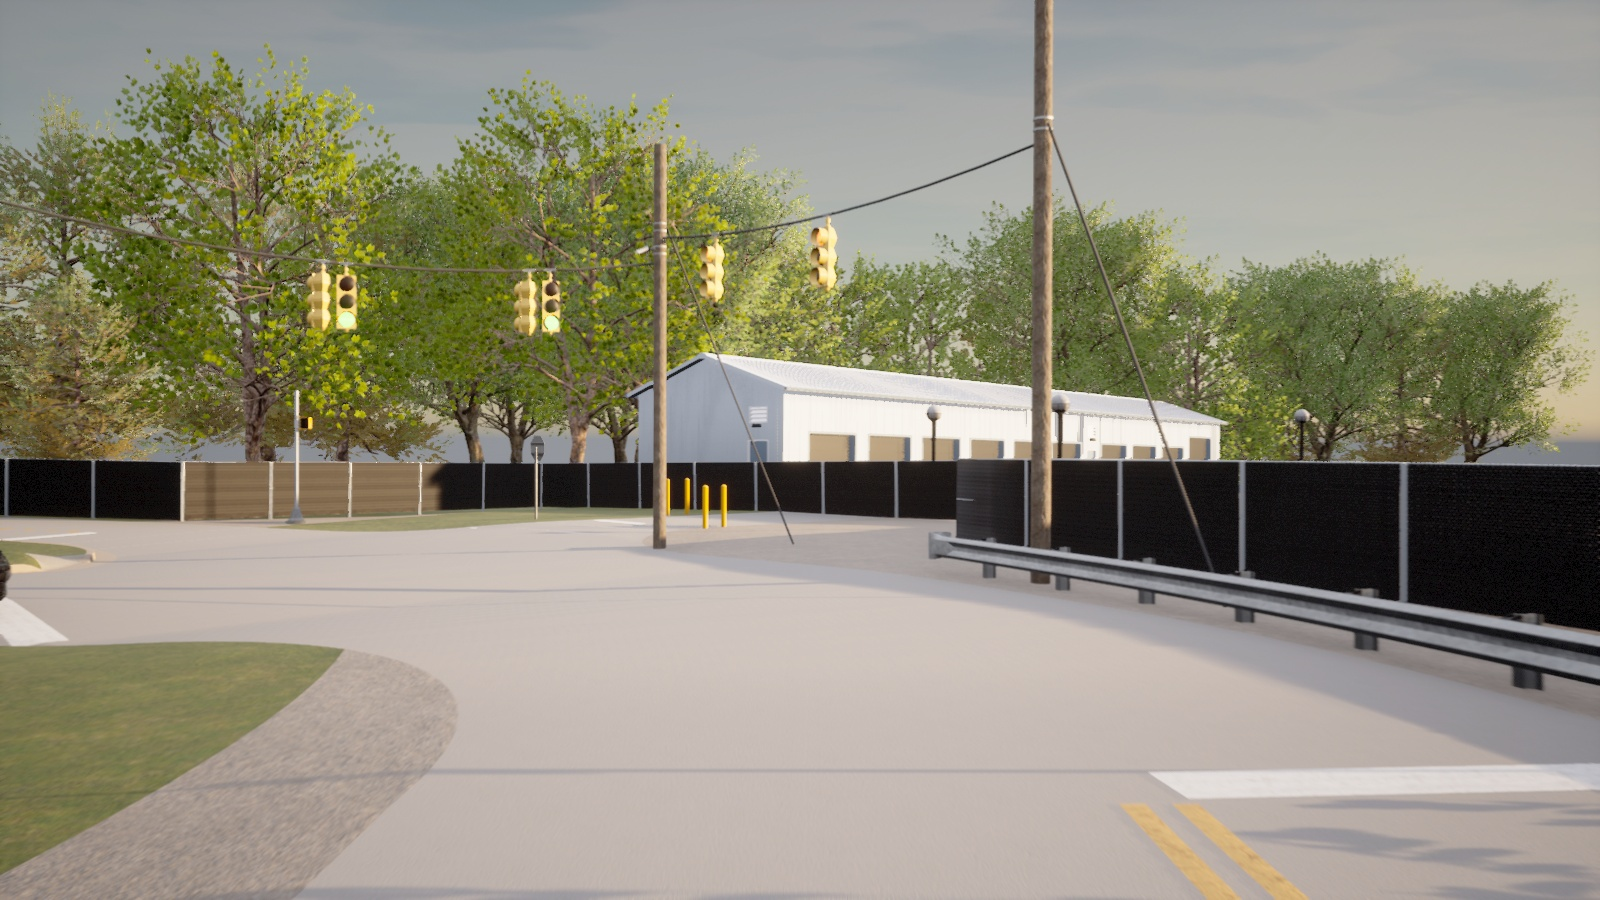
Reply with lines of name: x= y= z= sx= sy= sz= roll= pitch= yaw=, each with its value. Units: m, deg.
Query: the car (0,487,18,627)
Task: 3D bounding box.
car: x=-11.620 y=1.175 z=14.790 sx=3.988 sy=1.617 sz=1.851 roll=5 pitch=-2 yaw=-32
